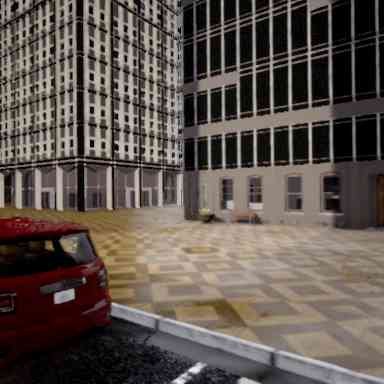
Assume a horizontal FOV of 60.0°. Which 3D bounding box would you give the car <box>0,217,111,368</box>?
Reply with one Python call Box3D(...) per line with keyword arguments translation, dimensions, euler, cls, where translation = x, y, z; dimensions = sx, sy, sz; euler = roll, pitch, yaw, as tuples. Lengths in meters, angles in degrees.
Box3D(translation=(-3.464, 1.331, 5.354), dimensions=(5.009, 1.841, 2.192), euler=(0, -1, 35), cls="car")
